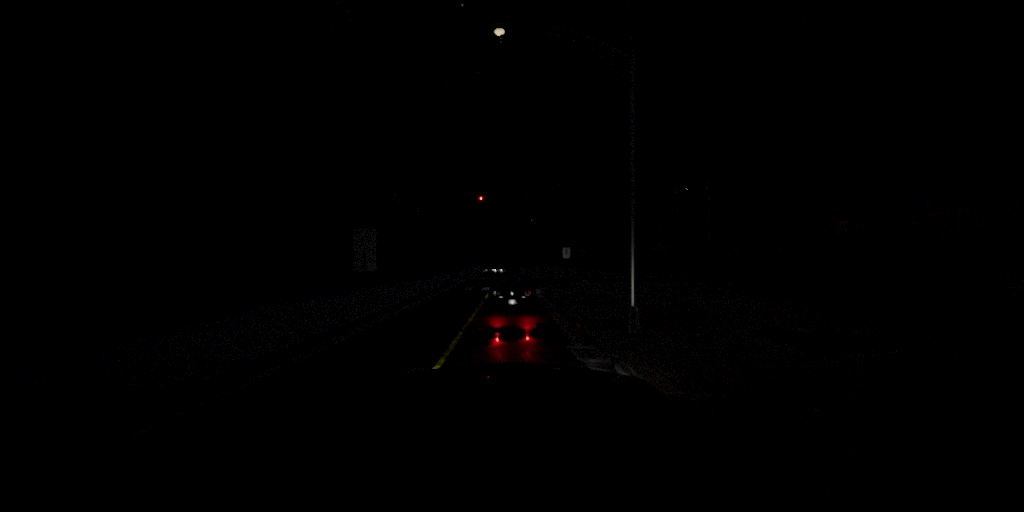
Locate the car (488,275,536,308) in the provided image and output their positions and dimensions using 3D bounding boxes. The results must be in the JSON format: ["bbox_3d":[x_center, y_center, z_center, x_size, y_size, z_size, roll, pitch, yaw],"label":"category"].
[{"bbox_3d":[0.011,1.484,15.954,1.895,1.301,4.718,0,0,0],"label":"car"}]
